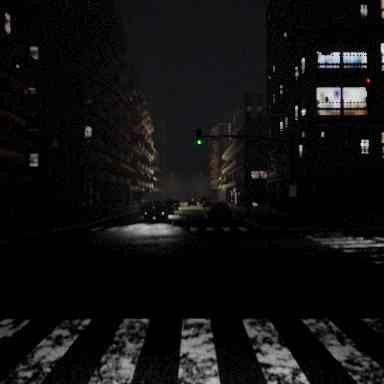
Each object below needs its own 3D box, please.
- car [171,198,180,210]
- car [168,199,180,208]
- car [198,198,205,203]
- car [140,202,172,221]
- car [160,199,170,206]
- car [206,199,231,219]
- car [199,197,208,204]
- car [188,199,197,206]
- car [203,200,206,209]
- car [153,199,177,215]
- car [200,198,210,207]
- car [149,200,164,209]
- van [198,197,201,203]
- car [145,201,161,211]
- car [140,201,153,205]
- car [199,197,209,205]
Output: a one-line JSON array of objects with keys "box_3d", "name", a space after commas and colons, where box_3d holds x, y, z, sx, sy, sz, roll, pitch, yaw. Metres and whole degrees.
[{"box_3d": [-3.109, 1.776, 48.730, 2.097, 1.767, 4.553, 0, -1, 0], "name": "car"}, {"box_3d": [-3.070, 2.020, 58.948, 1.837, 1.490, 4.892, 0, 0, 1], "name": "car"}, {"box_3d": [2.658, 2.373, 93.117, 1.887, 1.381, 4.507, 0, -1, 0], "name": "car"}, {"box_3d": [-3.109, 1.857, 29.611, 1.895, 1.301, 4.718, 0, 0, 0], "name": "car"}, {"box_3d": [-5.714, 2.169, 70.979, 1.887, 1.381, 4.507, 0, -1, 0], "name": "car"}, {"box_3d": [2.681, 1.720, 32.244, 1.967, 1.590, 4.097, 0, -1, 0], "name": "car"}, {"box_3d": [2.670, 2.106, 59.913, 1.802, 1.307, 4.206, 0, -1, 0], "name": "car"}, {"box_3d": [0.074, 2.157, 69.337, 2.033, 1.411, 5.357, 0, -1, 0], "name": "car"}, {"box_3d": [2.678, 1.879, 37.777, 2.008, 1.369, 4.403, 0, -1, 0], "name": "car"}, {"box_3d": [-3.107, 1.900, 38.730, 1.994, 1.385, 4.181, 0, 0, 0], "name": "car"}, {"box_3d": [2.672, 2.056, 54.379, 1.802, 1.307, 4.206, 0, -1, 0], "name": "car"}, {"box_3d": [-5.708, 2.040, 54.378, 1.947, 1.339, 4.313, 0, -1, 0], "name": "car"}, {"box_3d": [2.669, 1.915, 65.450, 1.690, 1.788, 3.998, 0, -1, 0], "name": "van"}, {"box_3d": [-5.706, 2.007, 48.843, 1.802, 1.307, 4.206, 0, -1, 0], "name": "car"}, {"box_3d": [-5.705, 1.927, 43.309, 2.008, 1.369, 4.403, 0, -1, 0], "name": "car"}, {"box_3d": [2.665, 1.990, 76.517, 2.192, 1.841, 5.009, 0, -1, 0], "name": "car"}]
